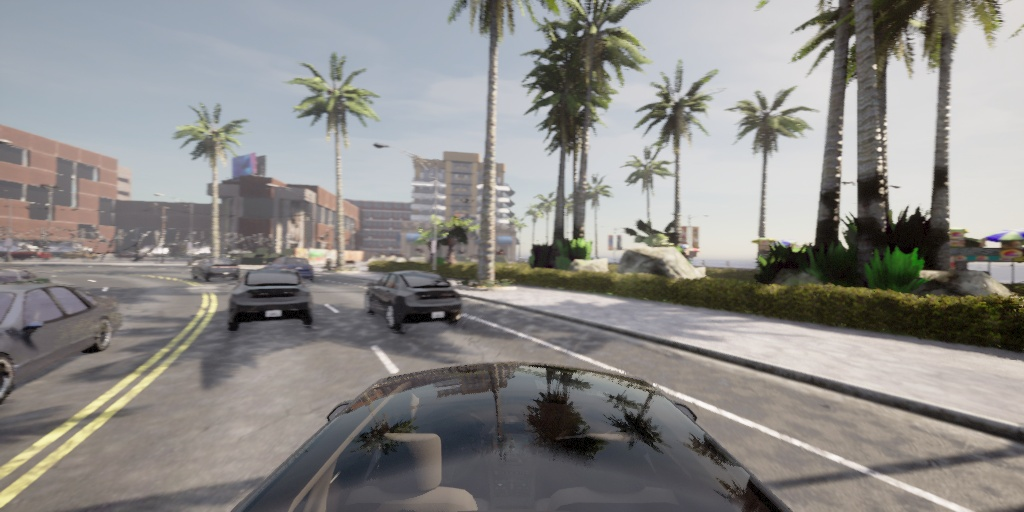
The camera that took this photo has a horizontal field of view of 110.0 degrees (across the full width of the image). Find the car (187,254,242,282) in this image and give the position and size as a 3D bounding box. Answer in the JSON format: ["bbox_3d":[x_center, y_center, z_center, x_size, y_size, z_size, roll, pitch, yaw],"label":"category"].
[{"bbox_3d":[-20.022,0.876,24.216,4.902,1.511,2.128,1,0,38],"label":"car"}]

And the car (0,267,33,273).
[{"bbox_3d":[-16.583,1.030,11.211,1.895,1.301,4.718,1,0,-41],"label":"car"}]

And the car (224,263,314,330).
[{"bbox_3d":[-7.153,1.126,10.680,1.837,1.490,4.892,2,0,-35],"label":"car"}]

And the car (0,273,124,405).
[{"bbox_3d":[-7.893,1.142,5.301,2.033,1.411,5.357,1,0,-32],"label":"car"}]

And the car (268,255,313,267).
[{"bbox_3d":[-15.740,0.826,25.204,4.553,1.767,2.097,1,0,41],"label":"car"}]

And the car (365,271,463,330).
[{"bbox_3d":[-3.176,1.208,11.035,1.837,1.490,4.892,2,0,-33],"label":"car"}]
